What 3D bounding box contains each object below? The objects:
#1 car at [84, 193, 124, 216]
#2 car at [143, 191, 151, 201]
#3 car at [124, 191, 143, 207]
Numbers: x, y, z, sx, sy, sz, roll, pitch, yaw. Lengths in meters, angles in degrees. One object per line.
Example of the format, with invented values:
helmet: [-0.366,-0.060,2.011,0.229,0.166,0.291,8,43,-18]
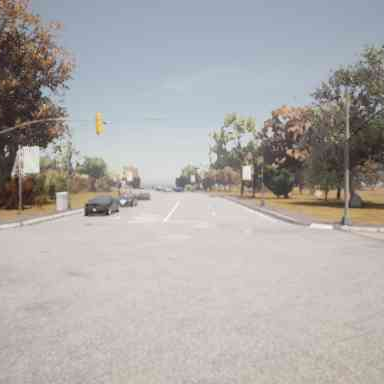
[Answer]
car: [-7.103,0.989,26.702,1.882,1.535,5.008,0,1,0]
car: [-7.275,0.595,49.885,1.994,1.385,4.181,0,1,-1]
car: [-7.126,0.810,36.717,2.128,1.511,4.902,0,1,0]
